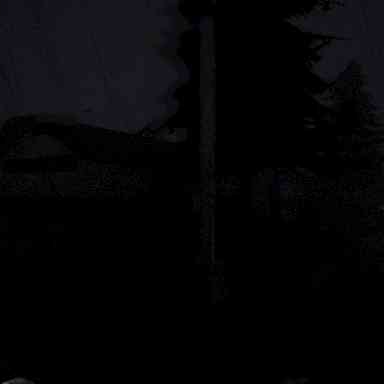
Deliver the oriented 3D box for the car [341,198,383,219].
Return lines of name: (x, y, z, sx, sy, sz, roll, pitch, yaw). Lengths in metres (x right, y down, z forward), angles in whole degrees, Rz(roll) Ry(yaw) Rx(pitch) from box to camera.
car: (14.934, 1.303, 28.922, 2.097, 1.767, 4.553, 0, 0, -39)
